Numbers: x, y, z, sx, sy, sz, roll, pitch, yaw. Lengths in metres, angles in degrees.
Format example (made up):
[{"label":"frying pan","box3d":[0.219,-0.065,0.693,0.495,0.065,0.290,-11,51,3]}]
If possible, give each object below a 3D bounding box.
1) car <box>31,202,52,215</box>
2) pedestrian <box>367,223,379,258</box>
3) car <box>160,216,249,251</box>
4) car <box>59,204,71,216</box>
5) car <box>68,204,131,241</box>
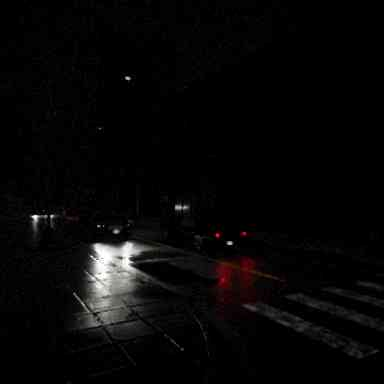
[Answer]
[{"label":"car","box3d":[-18.043,1.952,39.801,1.837,1.490,4.892,1,-2,-30]},{"label":"pedestrian","box3d":[5.990,1.612,10.972,0.500,1.100,0.500,0,0,-31]},{"label":"car","box3d":[0.325,1.700,14.757,1.895,1.301,4.718,1,-1,-31]},{"label":"car","box3d":[-14.425,2.056,39.350,1.895,1.301,4.718,1,-1,-31]},{"label":"car","box3d":[-4.755,1.596,17.495,2.128,1.511,4.902,1,-1,-31]}]
